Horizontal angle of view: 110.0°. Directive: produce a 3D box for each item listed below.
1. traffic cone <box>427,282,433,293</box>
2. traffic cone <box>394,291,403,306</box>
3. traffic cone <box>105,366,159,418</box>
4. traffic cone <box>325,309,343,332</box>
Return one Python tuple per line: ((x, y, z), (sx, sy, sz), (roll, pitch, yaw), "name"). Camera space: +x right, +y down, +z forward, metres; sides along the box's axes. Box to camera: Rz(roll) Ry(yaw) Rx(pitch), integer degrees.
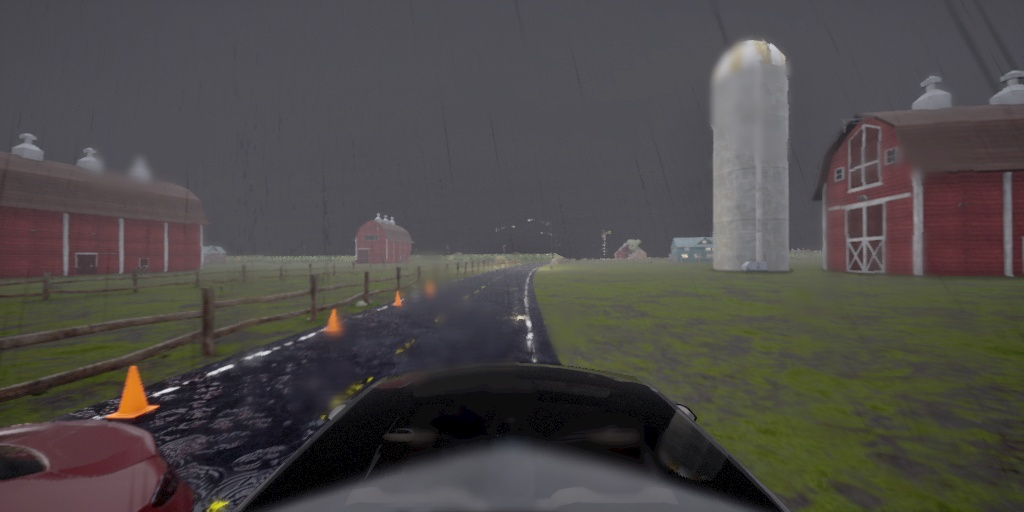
((-4.470, 1.708, 19.639), (0.340, 0.580, 0.340), (0, 0, 2), "traffic cone")
((-4.640, 1.705, 14.615), (0.340, 0.580, 0.340), (0, 0, 2), "traffic cone")
((-4.822, 1.700, 4.564), (0.340, 0.580, 0.340), (0, 0, 0), "traffic cone")
((-4.758, 1.702, 9.590), (0.340, 0.580, 0.340), (0, 0, 1), "traffic cone")
